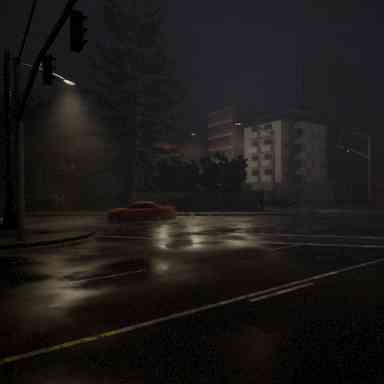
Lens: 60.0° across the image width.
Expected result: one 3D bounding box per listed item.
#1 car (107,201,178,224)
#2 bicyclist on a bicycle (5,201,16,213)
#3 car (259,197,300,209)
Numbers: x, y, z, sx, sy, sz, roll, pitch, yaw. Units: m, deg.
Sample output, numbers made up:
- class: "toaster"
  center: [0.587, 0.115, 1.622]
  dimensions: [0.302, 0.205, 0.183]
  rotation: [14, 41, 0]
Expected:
- class: "car"
  center: [-3.531, 1.410, 23.494]
  dimensions: [5.008, 1.535, 1.882]
  rotation: [-1, 0, 9]
- class: "bicyclist on a bicycle"
  center: [-18.106, 1.346, 33.202]
  dimensions: [0.582, 1.620, 1.656]
  rotation: [-1, 1, 9]
- class: "car"
  center: [9.981, 1.193, 38.051]
  dimensions: [1.895, 1.301, 4.718]
  rotation: [-1, 1, -35]
